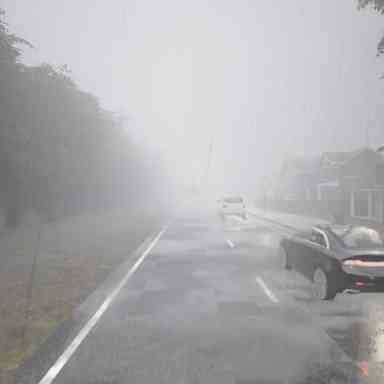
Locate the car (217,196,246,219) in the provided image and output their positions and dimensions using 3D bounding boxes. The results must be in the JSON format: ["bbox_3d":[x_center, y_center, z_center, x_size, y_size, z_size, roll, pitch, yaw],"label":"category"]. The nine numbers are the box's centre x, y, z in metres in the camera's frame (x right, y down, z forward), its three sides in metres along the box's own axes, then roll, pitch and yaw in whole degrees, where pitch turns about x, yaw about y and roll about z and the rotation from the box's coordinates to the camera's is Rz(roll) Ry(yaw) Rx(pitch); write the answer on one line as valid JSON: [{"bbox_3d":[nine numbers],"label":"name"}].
[{"bbox_3d":[3.602,1.392,30.797,2.150,2.045,5.566,0,0,0],"label":"car"}]

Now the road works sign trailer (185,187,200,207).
[{"bbox_3d":[0.007,0.767,58.687,2.380,3.560,2.880,0,0,0],"label":"road works sign trailer"}]

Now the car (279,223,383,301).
[{"bbox_3d":[3.601,1.541,8.411,2.128,1.511,4.902,0,0,0],"label":"car"}]
